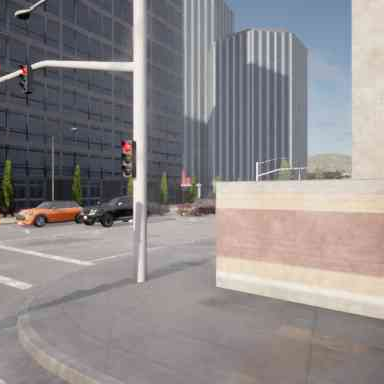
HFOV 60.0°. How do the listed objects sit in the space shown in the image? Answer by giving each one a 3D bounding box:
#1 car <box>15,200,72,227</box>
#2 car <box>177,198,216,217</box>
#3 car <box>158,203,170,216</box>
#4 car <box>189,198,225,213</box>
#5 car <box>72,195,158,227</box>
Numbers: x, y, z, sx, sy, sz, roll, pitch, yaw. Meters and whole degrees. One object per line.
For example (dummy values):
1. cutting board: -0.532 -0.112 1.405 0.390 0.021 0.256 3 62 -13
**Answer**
1. car: -9.792 1.407 23.239 2.097 1.767 4.553 0 0 36
2. car: 0.570 1.407 31.659 2.097 1.767 4.553 0 0 36
3. car: -4.265 1.603 30.933 2.033 1.411 5.357 0 0 36
4. car: 1.851 1.561 39.425 1.837 1.490 4.892 0 0 36
5. car: -5.236 1.277 23.585 2.150 2.045 5.566 0 0 36
